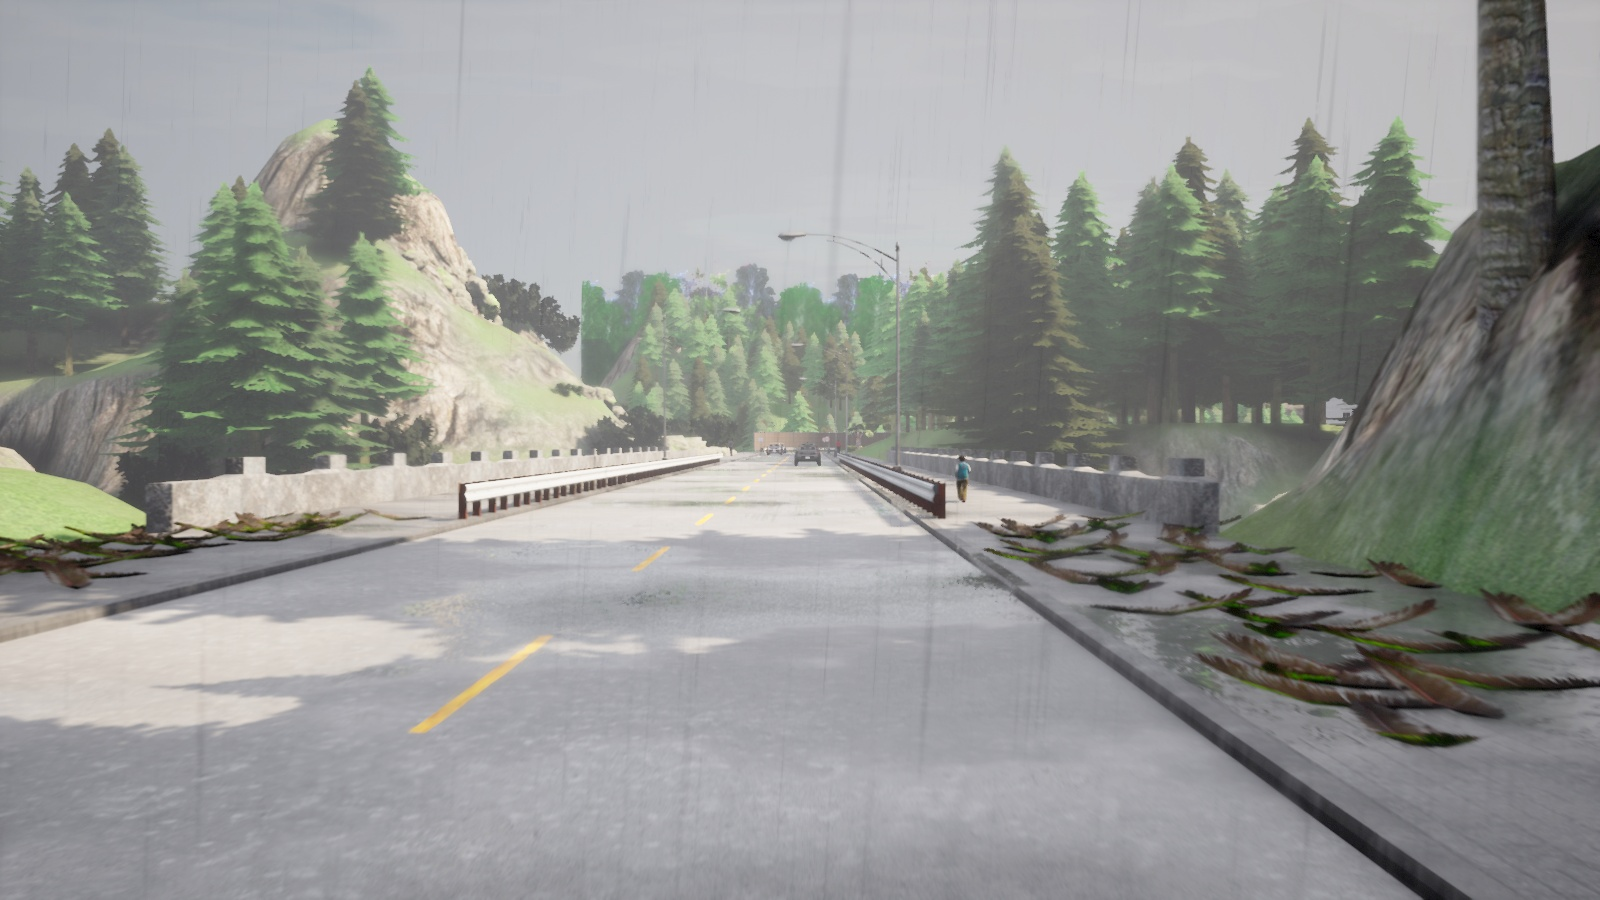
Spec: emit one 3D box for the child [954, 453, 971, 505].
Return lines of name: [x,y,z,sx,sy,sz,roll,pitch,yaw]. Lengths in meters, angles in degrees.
child: [3.776,0.675,29.234,0.343,1.192,0.448,0,0,2]

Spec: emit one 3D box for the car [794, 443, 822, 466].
car: [0.514,0.287,83.974,1.816,1.474,4.193,0,0,0]
